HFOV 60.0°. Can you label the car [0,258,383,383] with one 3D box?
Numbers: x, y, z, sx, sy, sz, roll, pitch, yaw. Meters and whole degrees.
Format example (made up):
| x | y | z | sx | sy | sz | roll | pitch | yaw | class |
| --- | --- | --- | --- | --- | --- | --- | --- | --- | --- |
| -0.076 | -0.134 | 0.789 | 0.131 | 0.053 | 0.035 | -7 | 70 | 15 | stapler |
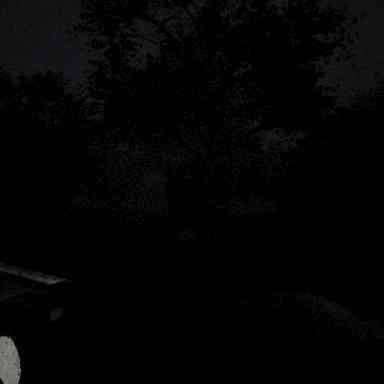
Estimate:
| x | y | z | sx | sy | sz | roll | pitch | yaw | class |
| --- | --- | --- | --- | --- | --- | --- | --- | --- | --- |
| -0.208 | 1.480 | 3.525 | 5.008 | 1.535 | 1.882 | 0 | 0 | 35 | car |
